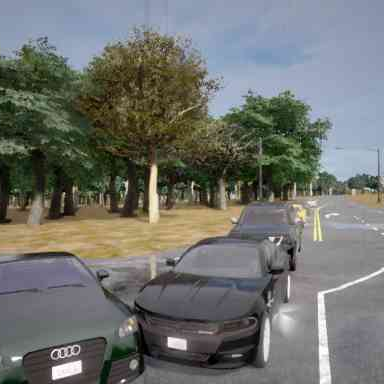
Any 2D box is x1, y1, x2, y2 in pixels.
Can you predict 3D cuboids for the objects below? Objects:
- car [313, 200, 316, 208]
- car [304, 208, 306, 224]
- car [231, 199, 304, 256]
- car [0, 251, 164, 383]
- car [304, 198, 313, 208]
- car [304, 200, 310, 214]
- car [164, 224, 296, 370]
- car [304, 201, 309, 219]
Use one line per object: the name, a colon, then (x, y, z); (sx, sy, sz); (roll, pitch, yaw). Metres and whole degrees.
car: (18.466, 1.756, 52.543); (1.812, 1.442, 4.674); (-1, 0, 26)
car: (5.059, 1.775, 18.338); (1.895, 1.301, 4.718); (-1, 0, 21)
car: (2.840, 1.460, 12.431); (2.150, 2.045, 5.566); (-2, 0, 20)
car: (-2.317, 1.643, 4.986); (1.994, 1.385, 4.181); (1, -2, -33)
car: (11.315, 1.564, 35.092); (2.097, 1.767, 4.553); (-1, 0, 21)
car: (9.252, 1.725, 29.602); (1.812, 1.442, 4.674); (-1, 0, 20)
car: (0.727, 1.613, 6.288); (1.882, 1.535, 5.008); (-1, -2, 21)
car: (7.200, 1.664, 24.095); (1.882, 1.535, 5.008); (-1, 0, 20)
